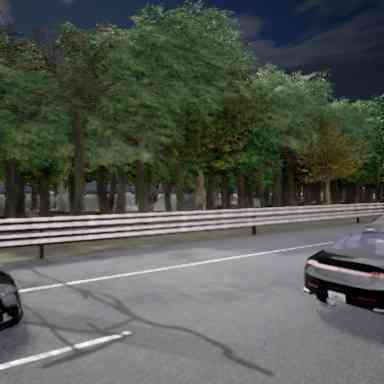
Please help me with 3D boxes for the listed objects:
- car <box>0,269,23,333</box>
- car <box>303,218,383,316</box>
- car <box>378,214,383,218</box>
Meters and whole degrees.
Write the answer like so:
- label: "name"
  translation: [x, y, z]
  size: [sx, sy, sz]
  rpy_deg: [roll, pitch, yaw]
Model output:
- label: "car"
  translation: [-4.731, 1.565, 4.671]
  size: [4.181, 1.385, 1.994]
  rpy_deg: [0, 0, -36]
- label: "car"
  translation: [4.338, 1.487, 6.842]
  size: [4.902, 1.511, 2.128]
  rpy_deg: [0, 0, -36]
- label: "car"
  translation: [9.522, 1.543, 14.841]
  size: [4.181, 1.385, 1.994]
  rpy_deg: [0, 0, -36]
